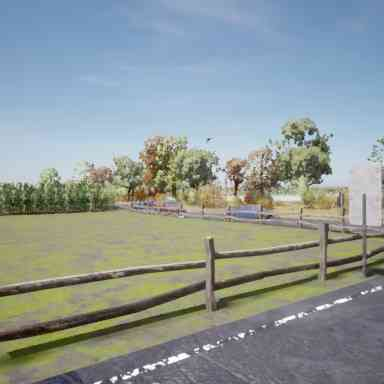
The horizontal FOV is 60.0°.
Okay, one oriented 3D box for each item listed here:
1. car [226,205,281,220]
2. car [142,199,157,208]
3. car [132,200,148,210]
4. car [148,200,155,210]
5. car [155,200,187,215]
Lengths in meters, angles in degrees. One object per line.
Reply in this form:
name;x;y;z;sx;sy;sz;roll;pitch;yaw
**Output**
car;5.360;1.835;29.748;2.033;1.411;5.357;-1;0;-35
car;-8.260;2.224;64.389;2.128;1.511;4.902;0;0;-16
car;-9.263;2.230;56.838;2.033;1.411;5.357;0;0;-15
car;-5.585;2.149;55.117;1.812;1.442;4.674;-1;-1;-17
car;-2.479;1.832;41.684;2.097;1.767;4.553;-1;0;-30
